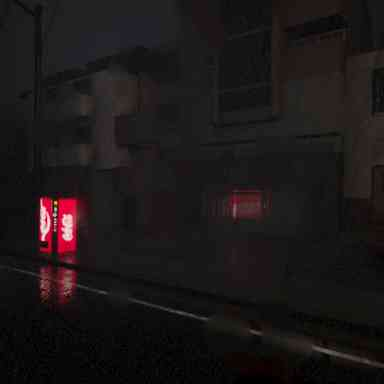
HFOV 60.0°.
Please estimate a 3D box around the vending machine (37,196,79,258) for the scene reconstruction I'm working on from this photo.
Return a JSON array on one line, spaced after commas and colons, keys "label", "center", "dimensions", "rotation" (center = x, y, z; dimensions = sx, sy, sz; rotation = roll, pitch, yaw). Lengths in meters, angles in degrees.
[{"label": "vending machine", "center": [-4.838, 1.193, 12.043], "dimensions": [0.880, 2.100, 1.100], "rotation": [1, 0, 35]}]
